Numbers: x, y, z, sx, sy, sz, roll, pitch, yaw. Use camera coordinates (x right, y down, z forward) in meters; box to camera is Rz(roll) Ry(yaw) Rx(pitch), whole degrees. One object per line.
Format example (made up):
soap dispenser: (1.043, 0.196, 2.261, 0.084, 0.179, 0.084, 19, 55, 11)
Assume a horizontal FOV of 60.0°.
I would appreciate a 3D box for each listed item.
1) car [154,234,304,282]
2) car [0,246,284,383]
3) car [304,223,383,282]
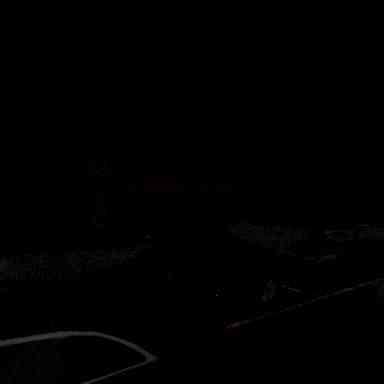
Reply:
car: (-0.027, 1.566, 6.516, 4.313, 1.339, 1.947, 0, 0, -35)
car: (-1.866, 1.491, 2.050, 4.902, 1.511, 2.128, 0, 0, -35)
car: (4.454, 1.582, 9.708, 4.206, 1.307, 1.802, 0, 0, -35)
